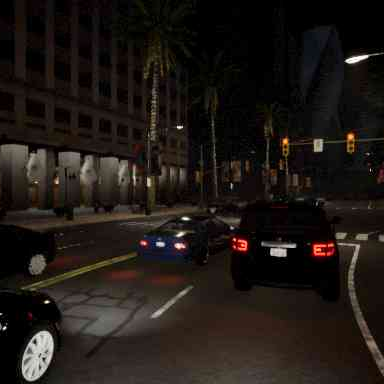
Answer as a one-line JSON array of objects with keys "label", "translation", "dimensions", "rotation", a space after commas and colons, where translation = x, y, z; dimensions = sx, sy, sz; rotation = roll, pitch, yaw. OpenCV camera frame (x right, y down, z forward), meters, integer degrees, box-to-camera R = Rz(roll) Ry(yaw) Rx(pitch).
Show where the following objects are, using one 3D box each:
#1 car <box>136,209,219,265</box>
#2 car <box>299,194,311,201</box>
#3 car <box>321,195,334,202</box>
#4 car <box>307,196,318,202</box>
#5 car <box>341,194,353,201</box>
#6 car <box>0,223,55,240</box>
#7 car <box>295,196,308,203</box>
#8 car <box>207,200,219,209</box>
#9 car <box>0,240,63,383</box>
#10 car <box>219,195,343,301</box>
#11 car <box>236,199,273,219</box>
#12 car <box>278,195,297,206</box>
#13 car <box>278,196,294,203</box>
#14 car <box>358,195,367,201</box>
[{"label": "car", "translation": [0.188, 1.547, 11.790], "dimensions": [2.033, 1.411, 5.357], "rotation": [0, 0, 26]}, {"label": "car", "translation": [30.191, 1.354, 88.663], "dimensions": [2.185, 1.767, 4.553], "rotation": [0, 0, 28]}, {"label": "car", "translation": [31.374, 1.540, 76.960], "dimensions": [2.033, 1.411, 5.357], "rotation": [0, 0, 29]}, {"label": "car", "translation": [29.101, 1.595, 80.087], "dimensions": [1.895, 1.301, 4.718], "rotation": [0, 0, 29]}, {"label": "car", "translation": [37.966, 1.355, 81.776], "dimensions": [2.097, 1.767, 4.553], "rotation": [0, 0, 28]}, {"label": "car", "translation": [-5.423, 1.477, 7.720], "dimensions": [1.882, 1.535, 5.008], "rotation": [0, 0, 19]}, {"label": "car", "translation": [22.456, 1.524, 67.952], "dimensions": [1.812, 1.442, 4.674], "rotation": [0, 0, 29]}, {"label": "car", "translation": [3.062, 1.491, 32.574], "dimensions": [2.128, 1.511, 4.902], "rotation": [0, 0, 29]}, {"label": "car", "translation": [-2.896, 1.505, 2.552], "dimensions": [1.837, 1.490, 4.892], "rotation": [0, 0, 9]}, {"label": "car", "translation": [2.613, 1.221, 8.701], "dimensions": [2.150, 2.045, 5.566], "rotation": [0, 0, 22]}, {"label": "car", "translation": [5.775, 1.477, 30.240], "dimensions": [1.882, 1.535, 5.008], "rotation": [0, 0, 29]}, {"label": "car", "translation": [16.444, 1.353, 57.082], "dimensions": [2.097, 1.767, 4.553], "rotation": [0, 0, 29]}, {"label": "car", "translation": [19.633, 1.513, 69.440], "dimensions": [2.161, 1.482, 4.786], "rotation": [0, 0, 28]}, {"label": "car", "translation": [40.993, 1.595, 80.015], "dimensions": [1.895, 1.301, 4.718], "rotation": [0, 0, 28]}]
